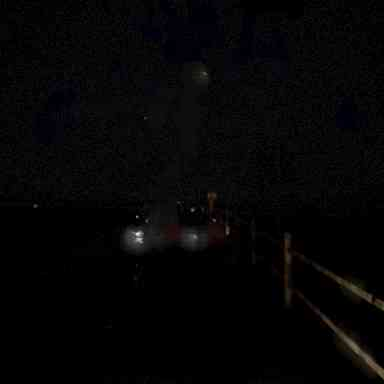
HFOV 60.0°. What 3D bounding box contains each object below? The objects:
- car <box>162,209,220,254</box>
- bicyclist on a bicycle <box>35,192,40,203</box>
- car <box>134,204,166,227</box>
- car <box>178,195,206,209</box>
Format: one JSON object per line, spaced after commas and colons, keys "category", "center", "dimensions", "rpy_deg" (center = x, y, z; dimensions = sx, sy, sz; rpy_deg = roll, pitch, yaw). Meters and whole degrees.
{"category": "car", "center": [0.070, 1.577, 13.546], "dimensions": [1.994, 1.385, 4.181], "rpy_deg": [0, 0, 0]}
{"category": "bicyclist on a bicycle", "center": [-22.606, 0.776, 48.784], "dimensions": [0.582, 1.620, 1.656], "rpy_deg": [2, 0, 0]}
{"category": "car", "center": [-2.820, 1.564, 23.383], "dimensions": [1.812, 1.442, 4.674], "rpy_deg": [0, 0, 0]}
{"category": "car", "center": [0.064, 1.403, 27.032], "dimensions": [2.097, 1.767, 4.553], "rpy_deg": [0, 0, 0]}
